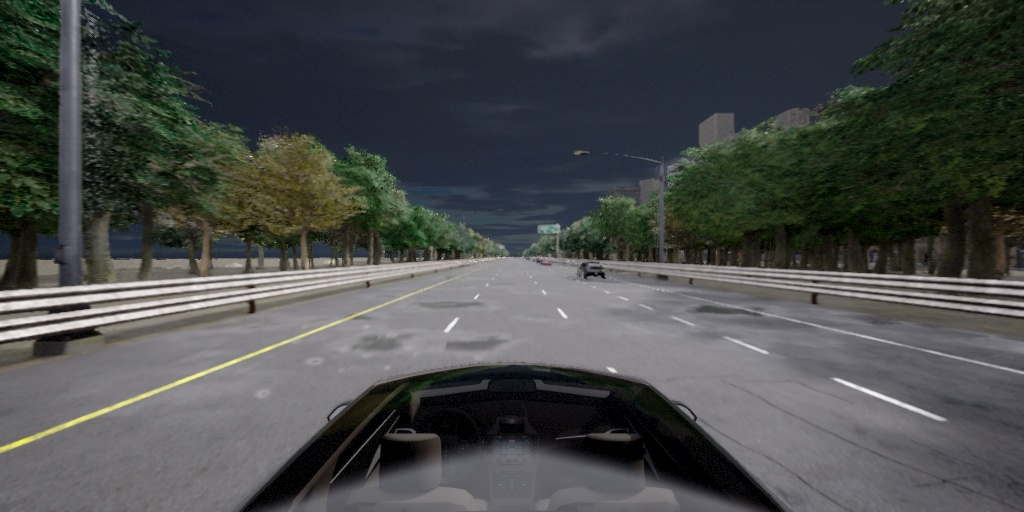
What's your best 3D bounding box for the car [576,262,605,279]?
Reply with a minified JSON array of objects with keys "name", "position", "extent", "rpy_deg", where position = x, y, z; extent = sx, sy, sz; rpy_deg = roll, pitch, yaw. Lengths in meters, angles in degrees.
[{"name":"car","position":[7.049,1.272,32.377],"extent":[1.837,1.490,4.892],"rpy_deg":[0,0,0]}]
